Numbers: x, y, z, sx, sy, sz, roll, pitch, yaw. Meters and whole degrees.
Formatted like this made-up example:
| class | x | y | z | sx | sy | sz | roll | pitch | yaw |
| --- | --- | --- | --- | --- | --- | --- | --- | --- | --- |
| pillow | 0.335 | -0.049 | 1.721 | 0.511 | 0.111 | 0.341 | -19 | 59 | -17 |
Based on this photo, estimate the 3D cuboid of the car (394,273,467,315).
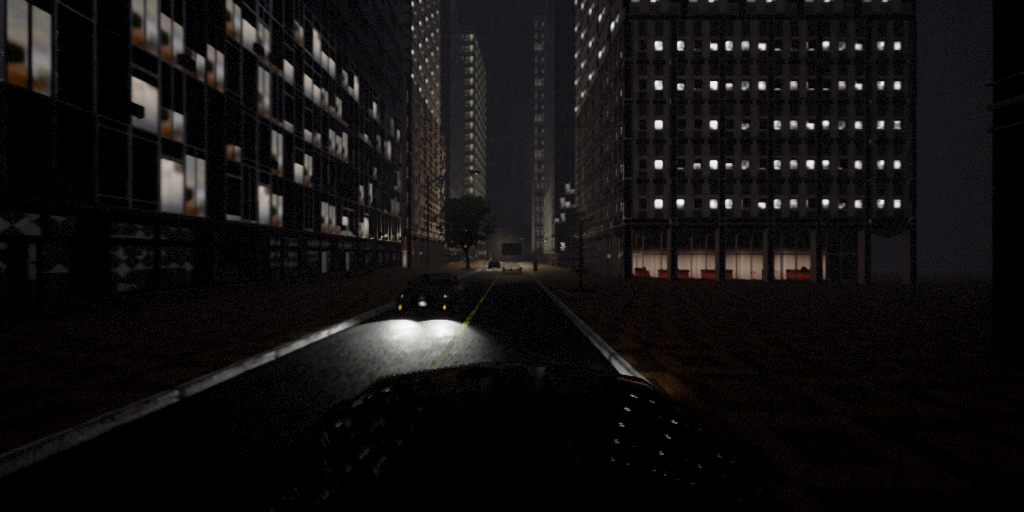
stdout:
| class | x | y | z | sx | sy | sz | roll | pitch | yaw |
| --- | --- | --- | --- | --- | --- | --- | --- | --- | --- |
| car | -2.850 | 1.320 | 13.367 | 1.994 | 1.385 | 4.181 | 0 | 0 | 0 |

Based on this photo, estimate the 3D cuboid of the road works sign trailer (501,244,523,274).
| class | x | y | z | sx | sy | sz | roll | pitch | yaw |
| --- | --- | --- | --- | --- | --- | --- | --- | --- | --- |
| road works sign trailer | -0.004 | 0.269 | 42.667 | 2.380 | 3.560 | 2.880 | 0 | 0 | 0 |

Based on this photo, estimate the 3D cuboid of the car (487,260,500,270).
| class | x | y | z | sx | sy | sz | roll | pitch | yaw |
| --- | --- | --- | --- | --- | --- | --- | --- | --- | --- |
| car | -2.797 | 1.382 | 56.318 | 2.033 | 1.411 | 5.357 | 0 | 0 | 1 |
